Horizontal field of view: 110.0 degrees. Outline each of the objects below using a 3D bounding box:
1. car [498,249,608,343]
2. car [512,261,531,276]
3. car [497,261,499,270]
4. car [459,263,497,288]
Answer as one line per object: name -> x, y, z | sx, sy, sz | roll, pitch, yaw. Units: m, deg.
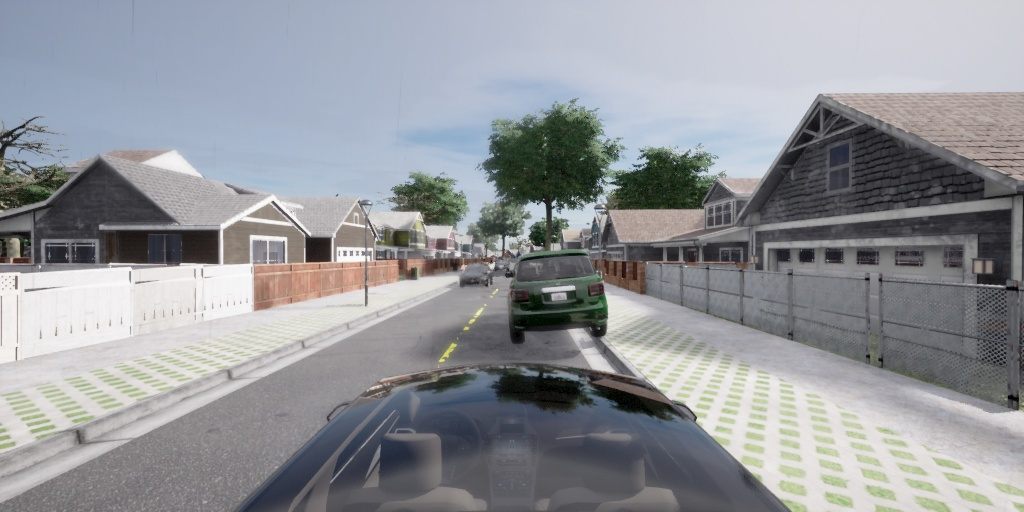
car -> 1.015, 0.897, 9.763 | 2.150, 2.045, 5.566 | -5, 0, 2
car -> 1.116, 1.324, 39.625 | 2.033, 1.411, 5.357 | 0, 0, 3
car -> -1.322, 1.284, 49.212 | 2.128, 1.511, 4.902 | 0, 0, 2
car -> -2.269, 1.260, 23.829 | 1.837, 1.490, 4.892 | 0, 0, 2
